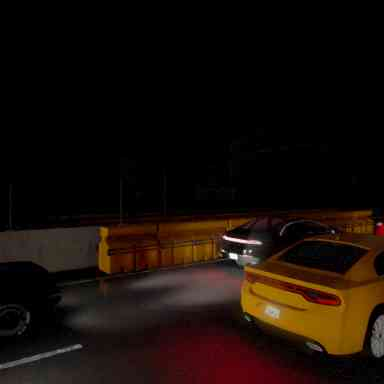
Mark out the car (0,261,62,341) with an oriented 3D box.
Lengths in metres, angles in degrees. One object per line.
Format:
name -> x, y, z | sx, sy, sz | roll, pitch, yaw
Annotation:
car -> -4.502, 1.601, 4.833 | 4.718, 1.301, 1.895 | 0, 0, -36

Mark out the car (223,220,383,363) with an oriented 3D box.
car -> 3.111, 1.478, 5.969 | 5.008, 1.535, 1.882 | 0, 0, -36

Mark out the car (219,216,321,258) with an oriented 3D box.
car -> 3.074, 1.492, 10.240 | 4.902, 1.511, 2.128 | 0, 0, -36
